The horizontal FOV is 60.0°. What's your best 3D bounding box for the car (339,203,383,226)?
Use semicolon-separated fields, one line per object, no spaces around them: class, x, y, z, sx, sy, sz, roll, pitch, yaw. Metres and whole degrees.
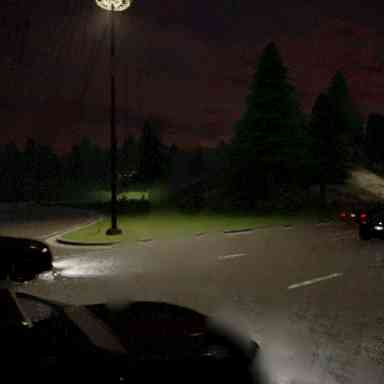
car;11.165;1.346;20.308;5.357;1.411;2.033;-1;0;-36

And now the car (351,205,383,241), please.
car;9.190;1.411;14.600;4.181;1.385;1.994;-1;0;-35

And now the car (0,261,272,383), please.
car;-1.833;1.549;2.438;5.357;1.411;2.033;-1;0;-35

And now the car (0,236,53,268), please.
car;-5.724;1.562;8.261;4.181;1.385;1.994;-1;0;-35
